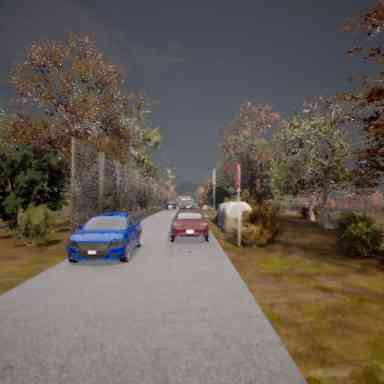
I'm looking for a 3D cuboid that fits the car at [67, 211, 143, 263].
[{"bbox_3d":[-2.984,1.524,12.319,1.882,1.535,5.008,0,0,-1],"label":"car"}]

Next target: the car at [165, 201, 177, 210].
[{"bbox_3d":[-3.491,2.296,55.602,2.128,1.511,4.902,0,-2,0],"label":"car"}]

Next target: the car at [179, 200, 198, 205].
[{"bbox_3d":[-0.404,1.754,39.146,2.097,1.767,4.553,0,-1,-1],"label":"car"}]

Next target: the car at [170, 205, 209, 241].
[{"bbox_3d":[-0.120,1.607,17.023,1.812,1.442,4.674,0,0,-1],"label":"car"}]
